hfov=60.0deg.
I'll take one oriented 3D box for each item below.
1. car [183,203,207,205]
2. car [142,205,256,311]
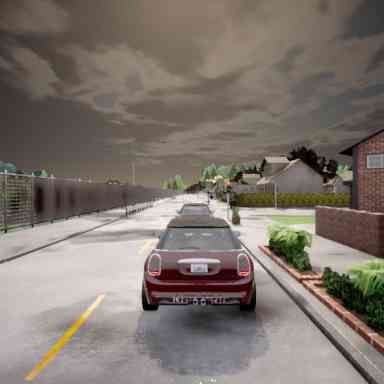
[{"bbox_3d":[0.171,1.352,17.631,2.097,1.767,4.553,0,0,0],"label":"car"},{"bbox_3d":[0.129,1.352,7.934,2.097,1.767,4.553,0,0,0],"label":"car"}]
